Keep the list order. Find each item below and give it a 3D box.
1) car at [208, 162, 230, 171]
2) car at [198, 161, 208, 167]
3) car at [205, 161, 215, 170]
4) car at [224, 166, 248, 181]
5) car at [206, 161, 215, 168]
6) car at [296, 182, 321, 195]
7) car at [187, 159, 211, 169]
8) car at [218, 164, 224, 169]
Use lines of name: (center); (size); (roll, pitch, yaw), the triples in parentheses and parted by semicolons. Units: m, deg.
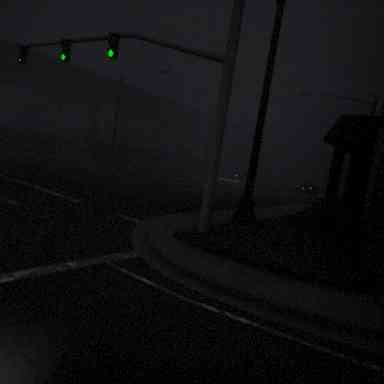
car: (6.853, -6.471, 83.906); (4.974, 1.542, 2.038); (6, 7, -25)
car: (1.485, -6.516, 75.419); (4.536, 1.218, 1.853); (8, 6, -10)
car: (4.262, -6.342, 79.142); (2.038, 1.542, 4.974); (9, 6, 0)
car: (6.857, -2.456, 47.982); (1.837, 1.490, 4.892); (13, 7, 36)
car: (4.286, -6.502, 79.177); (1.853, 1.218, 4.536); (9, 6, 0)
car: (14.220, -0.413, 40.520); (1.994, 1.385, 4.181); (13, 7, 36)
car: (1.512, -6.354, 75.445); (4.974, 1.542, 2.038); (8, 6, -10)
car: (6.830, -6.630, 83.867); (4.536, 1.218, 1.853); (6, 7, -25)
